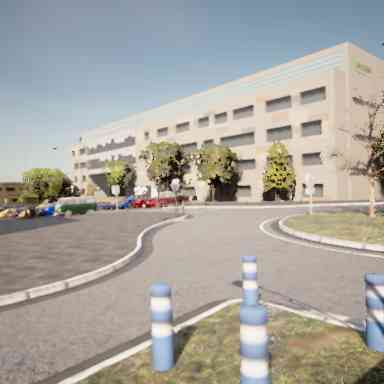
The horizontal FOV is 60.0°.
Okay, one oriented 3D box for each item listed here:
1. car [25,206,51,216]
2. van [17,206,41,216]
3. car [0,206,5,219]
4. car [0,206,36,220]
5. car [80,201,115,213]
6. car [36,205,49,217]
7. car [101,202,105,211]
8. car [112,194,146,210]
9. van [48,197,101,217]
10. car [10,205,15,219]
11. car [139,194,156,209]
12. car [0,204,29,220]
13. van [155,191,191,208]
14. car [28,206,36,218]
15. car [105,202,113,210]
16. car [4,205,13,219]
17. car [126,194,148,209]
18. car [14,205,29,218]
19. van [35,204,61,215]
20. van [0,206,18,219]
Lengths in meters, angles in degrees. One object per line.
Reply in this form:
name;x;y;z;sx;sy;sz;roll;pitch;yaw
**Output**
car;-34.248;4.180;74.049;2.185;1.767;4.553;-6;-2;44
van;-38.208;4.479;77.978;1.878;1.987;4.442;-6;-2;44
car;-24.519;3.023;47.540;2.002;1.452;4.674;-6;-2;44
car;-26.491;3.183;49.691;1.946;1.575;5.366;-6;-2;44
car;-16.070;2.482;56.758;1.946;1.575;5.366;-6;-2;44
car;-14.503;1.982;37.877;2.097;1.535;5.008;-5;-1;44
car;-14.169;2.320;54.712;2.163;1.488;4.792;-6;-2;44
car;-8.212;1.438;48.876;2.435;2.045;5.566;-6;-2;44
van;-12.602;1.584;35.879;1.878;1.987;4.442;-5;-1;44
car;-20.583;2.618;43.783;2.163;1.488;4.792;-6;-2;44
car;-4.149;1.338;45.060;2.163;1.488;4.792;-5;-1;44
car;-28.573;3.137;51.386;2.435;2.045;5.566;-6;-2;44
van;-2.102;0.921;43.197;1.878;1.987;4.442;-5;-1;44
car;-16.492;2.052;39.836;2.185;1.767;4.553;-6;-1;44
car;-10.196;1.919;50.803;2.163;1.488;4.792;-6;-2;44
car;-22.603;2.831;45.695;2.002;1.452;4.674;-6;-2;44
car;-6.208;1.494;46.998;2.097;1.535;5.008;-6;-2;43
car;-18.728;2.393;41.697;1.946;1.575;5.366;-6;-2;44
van;-30.343;3.683;70.077;1.878;1.987;4.442;-6;-2;44
van;-30.637;3.367;53.253;1.878;1.987;4.442;-6;-2;44
